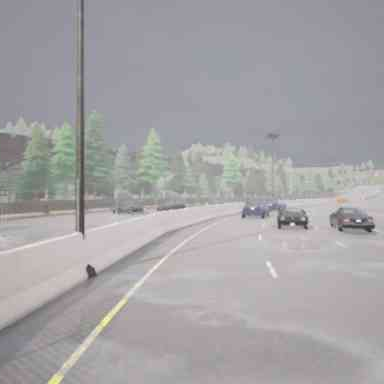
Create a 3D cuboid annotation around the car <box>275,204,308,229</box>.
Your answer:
[{"bbox_3d":[6.924,1.737,23.074,1.895,1.301,4.718,0,0,15],"label":"car"}]

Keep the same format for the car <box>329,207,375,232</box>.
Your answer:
[{"bbox_3d":[9.951,1.673,21.011,2.033,1.411,5.357,0,0,15],"label":"car"}]

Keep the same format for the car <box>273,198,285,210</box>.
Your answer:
[{"bbox_3d":[10.473,1.597,42.026,2.097,1.767,4.553,0,0,27],"label":"car"}]

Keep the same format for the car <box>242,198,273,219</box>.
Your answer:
[{"bbox_3d":[6.205,1.538,32.081,2.097,1.767,4.553,0,0,20],"label":"car"}]

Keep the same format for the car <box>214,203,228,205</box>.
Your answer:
[{"bbox_3d":[3.279,1.728,43.616,1.882,1.535,5.008,0,0,26],"label":"car"}]

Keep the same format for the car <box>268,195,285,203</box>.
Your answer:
[{"bbox_3d":[18.828,1.526,74.157,1.882,1.535,5.008,0,0,35],"label":"car"}]

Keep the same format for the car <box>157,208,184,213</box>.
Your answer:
[{"bbox_3d":[-2.444,1.700,39.357,1.882,1.535,5.008,0,0,23],"label":"car"}]
